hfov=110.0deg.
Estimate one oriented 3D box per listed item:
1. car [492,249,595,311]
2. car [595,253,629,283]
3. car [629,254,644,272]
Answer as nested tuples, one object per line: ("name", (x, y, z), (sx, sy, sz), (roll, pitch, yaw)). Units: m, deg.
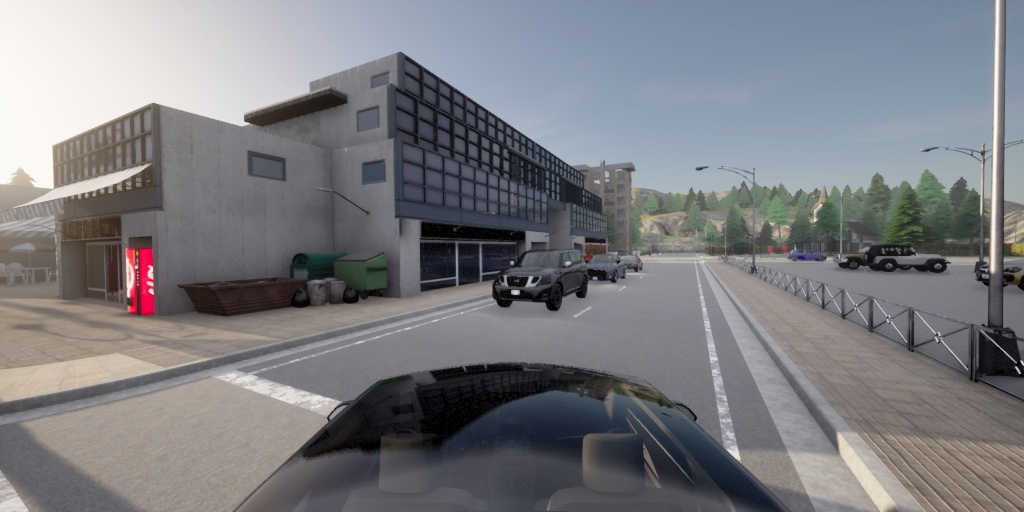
("car", (1.350, 0.743, 13.816), (2.150, 2.045, 5.566), (0, 1, 27))
("car", (5.776, 0.651, 22.600), (2.097, 1.767, 4.553), (0, 1, 27))
("car", (10.385, 0.594, 31.736), (1.812, 1.442, 4.674), (0, 1, 27))
